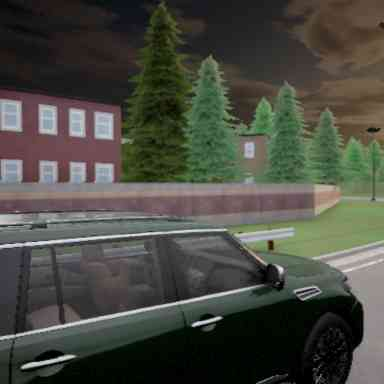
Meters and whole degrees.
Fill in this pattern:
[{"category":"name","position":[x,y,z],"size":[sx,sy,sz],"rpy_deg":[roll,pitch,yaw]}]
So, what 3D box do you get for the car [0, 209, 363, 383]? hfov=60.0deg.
[{"category":"car","position":[-0.575,1.203,3.337],"size":[5.566,2.045,2.150],"rpy_deg":[-1,0,-36]}]
